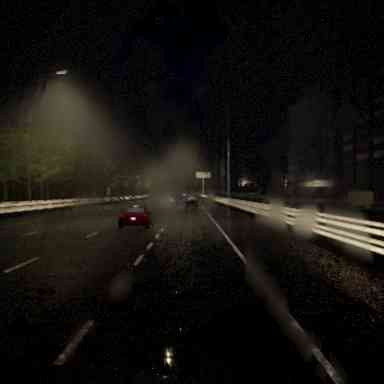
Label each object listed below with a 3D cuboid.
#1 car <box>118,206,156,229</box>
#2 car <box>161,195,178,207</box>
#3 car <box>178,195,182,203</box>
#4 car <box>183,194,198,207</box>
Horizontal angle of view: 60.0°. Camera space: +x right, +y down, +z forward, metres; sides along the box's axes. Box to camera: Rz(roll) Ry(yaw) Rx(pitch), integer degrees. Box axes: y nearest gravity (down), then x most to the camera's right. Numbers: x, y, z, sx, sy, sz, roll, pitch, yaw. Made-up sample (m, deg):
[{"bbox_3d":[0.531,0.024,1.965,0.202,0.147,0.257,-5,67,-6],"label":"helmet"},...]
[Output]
[{"bbox_3d":[-3.528,1.577,21.969,1.994,1.385,4.181,0,0,0],"label":"car"},{"bbox_3d":[-3.648,1.587,51.954,1.812,1.442,4.674,0,0,0],"label":"car"},{"bbox_3d":[-3.766,1.646,70.543,2.033,1.411,5.357,0,0,0],"label":"car"},{"bbox_3d":[-0.048,1.553,52.412,2.128,1.511,4.902,0,0,0],"label":"car"}]
